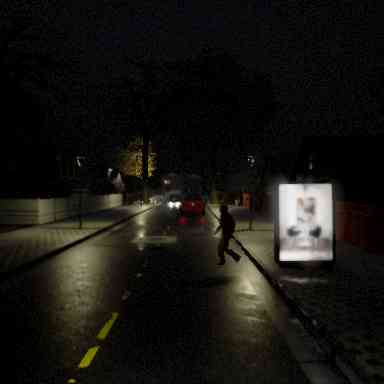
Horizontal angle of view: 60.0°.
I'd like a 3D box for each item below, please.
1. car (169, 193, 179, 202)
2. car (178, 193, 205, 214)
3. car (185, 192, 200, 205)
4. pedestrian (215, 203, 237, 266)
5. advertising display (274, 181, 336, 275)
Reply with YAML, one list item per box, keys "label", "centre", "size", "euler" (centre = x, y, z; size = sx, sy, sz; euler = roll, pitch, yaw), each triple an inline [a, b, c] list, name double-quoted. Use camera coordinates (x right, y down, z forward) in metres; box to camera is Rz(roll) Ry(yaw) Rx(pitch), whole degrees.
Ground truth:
- label: "car"
  centre: [-2.827, 0.925, 55.240]
  size: [2.128, 1.511, 4.902]
  euler: [0, 1, 0]
- label: "car"
  centre: [0.083, 1.042, 30.533]
  size: [2.097, 1.767, 4.553]
  euler: [0, 0, 0]
- label: "car"
  centre: [0.081, 0.878, 46.592]
  size: [2.097, 1.767, 4.553]
  euler: [0, 1, 0]
- label: "pedestrian"
  centre: [0.982, 1.196, 9.673]
  size: [0.375, 1.860, 0.375]
  euler: [1, 0, -12]
- label: "advertising display"
  centre: [2.995, 0.936, 8.853]
  size: [1.540, 2.440, 0.280]
  euler: [-1, 0, 0]
